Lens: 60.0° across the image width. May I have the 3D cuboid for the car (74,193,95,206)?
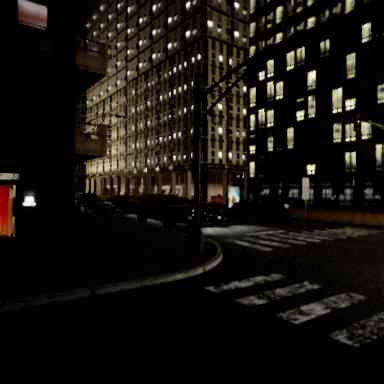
[{"bbox_3d":[-11.841,0.866,38.497,1.837,1.490,4.892,0,1,-36],"label":"car"}]

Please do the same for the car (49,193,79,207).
[{"bbox_3d":[-14.648,0.871,37.956,2.008,1.369,4.403,2,0,-36],"label":"car"}]

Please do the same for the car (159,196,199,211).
[{"bbox_3d":[-1.382,1.151,33.975,1.947,1.339,4.313,2,0,-36],"label":"car"}]

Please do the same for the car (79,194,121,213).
[{"bbox_3d":[-8.119,1.112,28.990,1.802,1.307,4.206,2,0,-36],"label":"car"}]

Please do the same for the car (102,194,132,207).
[{"bbox_3d":[-9.149,0.950,40.216,1.994,1.385,4.181,0,1,-36],"label":"car"}]

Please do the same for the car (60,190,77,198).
[{"bbox_3d":[-24.241,0.390,65.364,1.887,1.381,4.507,2,0,-36],"label":"car"}]

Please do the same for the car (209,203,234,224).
[{"bbox_3d":[0.227,1.251,21.907,1.837,1.490,4.892,0,1,-36],"label":"car"}]

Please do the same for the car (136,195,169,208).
[{"bbox_3d":[-4.648,1.047,38.459,1.947,1.339,4.313,2,0,-36],"label":"car"}]

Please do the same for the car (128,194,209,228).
[{"bbox_3d":[-1.581,1.053,20.024,2.192,1.841,5.009,2,0,-36],"label":"car"}]

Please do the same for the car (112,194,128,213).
[{"bbox_3d":[-5.781,1.047,30.160,2.128,1.511,4.902,0,1,-36],"label":"car"}]

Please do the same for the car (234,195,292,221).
[{"bbox_3d":[5.156,1.108,25.007,2.192,1.841,5.009,2,0,-36],"label":"car"}]
